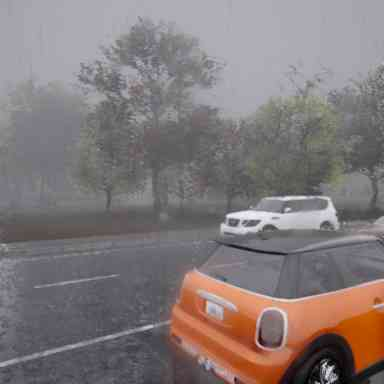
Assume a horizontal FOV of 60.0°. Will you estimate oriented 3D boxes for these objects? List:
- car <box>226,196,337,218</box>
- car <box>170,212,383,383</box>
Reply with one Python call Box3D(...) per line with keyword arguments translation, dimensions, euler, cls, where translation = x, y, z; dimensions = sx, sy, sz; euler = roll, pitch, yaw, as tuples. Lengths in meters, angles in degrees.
Box3D(translation=(3.948, 1.189, 14.496), dimensions=(5.566, 2.045, 2.150), euler=(0, 0, -30), cls="car")
Box3D(translation=(2.020, 1.343, 4.894), dimensions=(4.553, 1.767, 2.097), euler=(0, 0, -34), cls="car")
